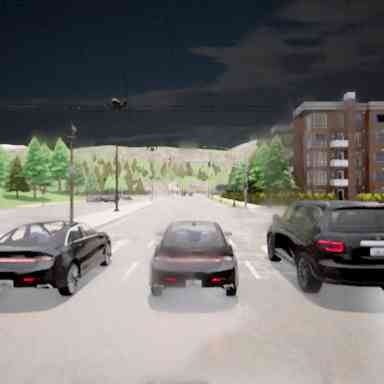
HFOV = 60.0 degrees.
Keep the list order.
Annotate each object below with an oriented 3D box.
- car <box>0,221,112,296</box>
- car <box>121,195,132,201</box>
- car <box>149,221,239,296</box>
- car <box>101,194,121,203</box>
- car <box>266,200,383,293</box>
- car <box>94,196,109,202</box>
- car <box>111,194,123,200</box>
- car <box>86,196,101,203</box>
[{"bbox_3d":[-3.449,1.488,8.601,2.128,1.511,4.902,0,0,0],"label":"car"},{"bbox_3d":[-16.343,1.490,83.506,1.812,1.442,4.674,0,0,0],"label":"car"},{"bbox_3d":[0.051,1.488,8.600,2.128,1.511,4.902,0,0,0],"label":"car"},{"bbox_3d":[-16.340,1.526,67.130,1.994,1.385,4.181,0,0,0],"label":"car"},{"bbox_3d":[3.553,1.218,8.941,2.150,2.045,5.566,0,0,1],"label":"car"},{"bbox_3d":[-19.841,1.565,73.109,1.895,1.301,4.718,0,0,0],"label":"car"},{"bbox_3d":[-19.843,1.365,87.890,2.128,1.511,4.902,0,0,0],"label":"car"},{"bbox_3d":[-19.839,1.498,66.883,2.128,1.511,4.902,0,0,0],"label":"car"}]
